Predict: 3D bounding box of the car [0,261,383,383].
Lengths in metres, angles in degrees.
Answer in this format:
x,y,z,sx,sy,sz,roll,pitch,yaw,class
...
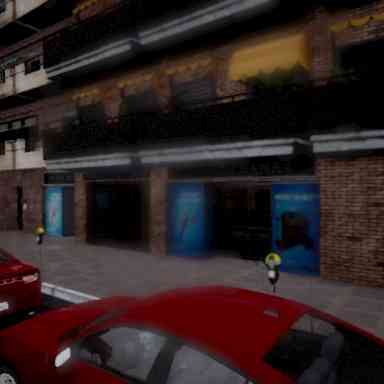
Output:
x,y,z,sx,sy,sz,roll,pitch,yaw,class
-0.018,1.545,2.886,4.507,1.381,1.887,0,0,35,car

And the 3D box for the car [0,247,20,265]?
x,y,z,sx,sy,sz,roll,pitch,yaw,class
-4.604,1.545,6.154,4.507,1.381,1.887,0,0,35,car
